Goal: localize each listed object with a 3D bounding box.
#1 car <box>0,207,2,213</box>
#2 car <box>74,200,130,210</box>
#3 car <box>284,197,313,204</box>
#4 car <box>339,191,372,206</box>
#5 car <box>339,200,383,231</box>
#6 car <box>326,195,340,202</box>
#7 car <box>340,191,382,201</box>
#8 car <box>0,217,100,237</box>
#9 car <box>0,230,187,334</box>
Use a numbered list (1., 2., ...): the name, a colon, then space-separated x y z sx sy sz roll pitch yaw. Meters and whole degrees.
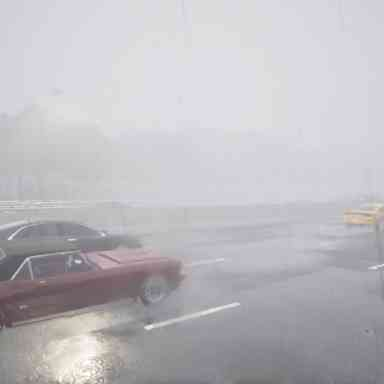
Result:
1. car: -12.559 1.218 16.529 5.566 2.045 2.150 0 0 -35
2. car: -7.693 1.491 28.578 4.892 1.490 1.837 0 0 -35
3. car: 15.782 1.467 49.381 4.718 1.301 1.895 -1 0 -35
4. car: 25.499 0.946 51.879 5.566 2.045 2.150 -1 1 -34
5. car: 11.291 1.458 20.334 5.008 1.535 1.882 0 0 -35
6. car: 19.415 1.225 43.389 4.553 1.767 2.097 -1 0 -35
7. car: 20.645 1.106 39.988 5.566 2.045 2.150 -1 0 -35
8. car: -3.771 1.501 9.651 4.892 1.490 1.837 0 0 -35
9. car: -2.457 1.598 6.292 4.718 1.301 1.895 0 0 -35
